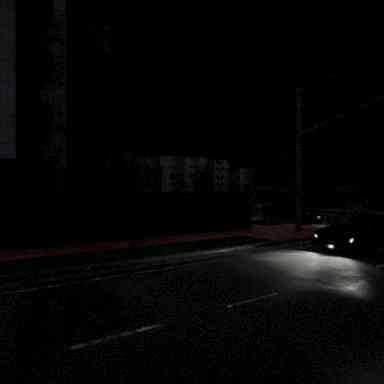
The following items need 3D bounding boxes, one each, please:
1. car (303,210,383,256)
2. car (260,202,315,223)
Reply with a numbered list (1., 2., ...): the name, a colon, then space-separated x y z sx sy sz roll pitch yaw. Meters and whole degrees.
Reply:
1. car: 7.102 1.547 13.372 5.357 1.411 2.033 0 0 -36
2. car: 7.366 1.492 25.047 2.128 1.511 4.902 0 0 -36
